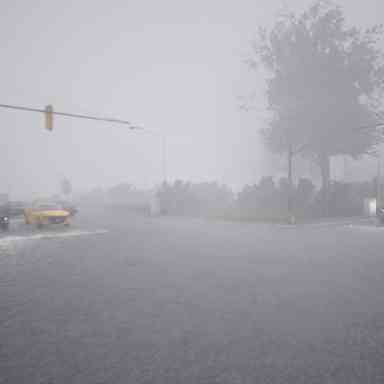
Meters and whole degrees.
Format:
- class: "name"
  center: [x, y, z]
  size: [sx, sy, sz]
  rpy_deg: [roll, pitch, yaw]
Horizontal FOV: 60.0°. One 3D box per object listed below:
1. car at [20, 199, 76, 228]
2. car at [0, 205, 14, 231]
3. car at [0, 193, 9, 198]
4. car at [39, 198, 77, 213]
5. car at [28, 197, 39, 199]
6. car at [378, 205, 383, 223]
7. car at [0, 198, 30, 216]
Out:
- class: "car"
  center: [-9.743, 1.470, 22.287]
  size: [1.882, 1.535, 5.008]
  rpy_deg: [0, 0, -39]
- class: "car"
  center: [-12.373, 1.598, 19.970]
  size: [1.895, 1.301, 4.718]
  rpy_deg: [0, 0, -39]
- class: "car"
  center: [-32.900, 1.211, 57.180]
  size: [2.150, 2.045, 5.566]
  rpy_deg: [0, 0, -38]
- class: "car"
  center: [-12.724, 1.534, 31.938]
  size: [2.033, 1.411, 5.357]
  rpy_deg: [0, 0, -39]
- class: "car"
  center: [-22.434, 1.531, 49.625]
  size: [2.033, 1.411, 5.357]
  rpy_deg: [0, 0, -38]
- class: "car"
  center: [15.499, 1.181, 23.628]
  size: [5.566, 2.045, 2.150]
  rpy_deg: [0, 0, -35]
- class: "car"
  center: [-15.882, 1.540, 29.940]
  size: [2.033, 1.411, 5.357]
  rpy_deg: [0, 0, -39]
